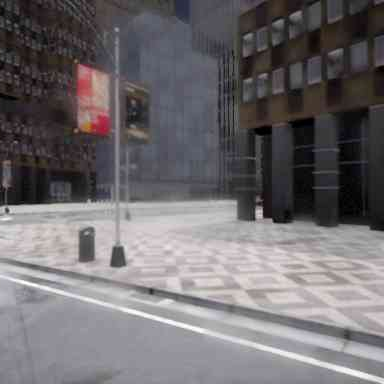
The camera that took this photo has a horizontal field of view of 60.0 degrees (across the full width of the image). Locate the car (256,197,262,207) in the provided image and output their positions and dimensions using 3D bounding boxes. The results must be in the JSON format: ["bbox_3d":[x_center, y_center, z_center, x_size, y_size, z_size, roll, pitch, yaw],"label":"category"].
[{"bbox_3d":[9.589,1.553,54.571,4.553,1.767,2.097,0,0,-41],"label":"car"}]
